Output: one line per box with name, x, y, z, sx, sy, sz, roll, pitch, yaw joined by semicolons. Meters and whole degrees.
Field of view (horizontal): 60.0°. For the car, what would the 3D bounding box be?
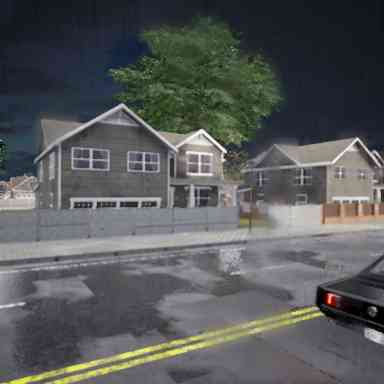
car;4.369;1.653;5.550;4.718;1.301;1.895;0;0;-30
